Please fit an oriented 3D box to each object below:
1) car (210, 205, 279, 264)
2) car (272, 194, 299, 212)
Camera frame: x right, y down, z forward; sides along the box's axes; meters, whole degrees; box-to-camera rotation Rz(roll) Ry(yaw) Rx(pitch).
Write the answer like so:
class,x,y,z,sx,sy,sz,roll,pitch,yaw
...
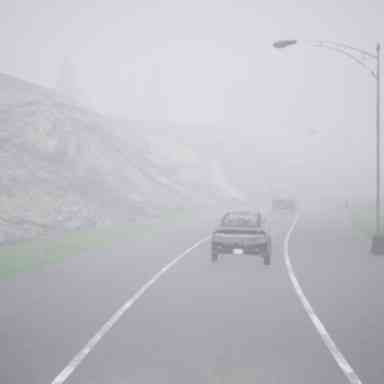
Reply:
class,x,y,z,sx,sy,sz,roll,pitch,yaw
car,1.853,1.429,11.719,2.128,1.511,4.902,0,1,13
car,8.694,0.922,30.752,1.882,1.535,5.008,0,2,25
